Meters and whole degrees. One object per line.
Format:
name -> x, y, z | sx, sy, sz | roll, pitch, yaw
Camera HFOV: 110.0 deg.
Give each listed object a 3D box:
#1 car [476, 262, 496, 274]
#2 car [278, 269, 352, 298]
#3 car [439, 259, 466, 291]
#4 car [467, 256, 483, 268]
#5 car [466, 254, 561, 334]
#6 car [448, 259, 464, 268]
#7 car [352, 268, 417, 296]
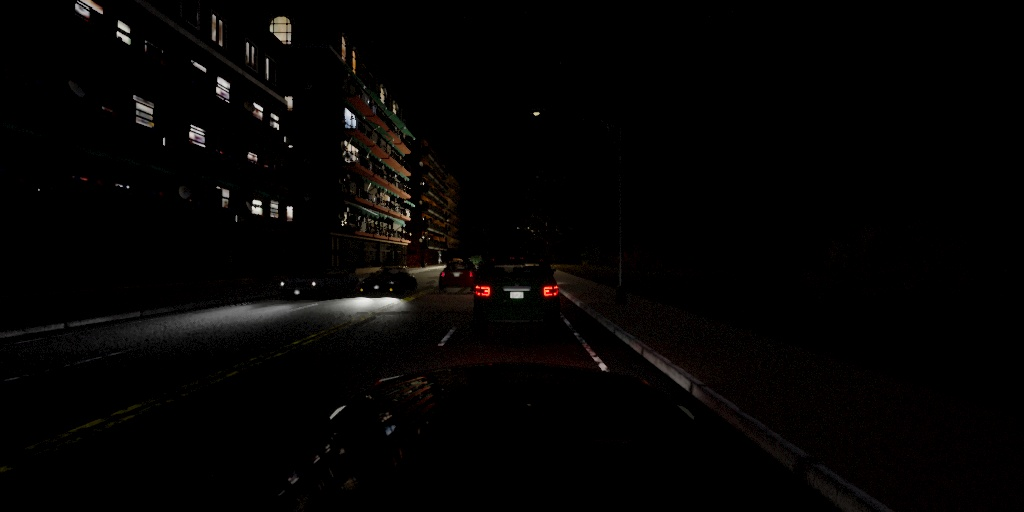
car -> -2.992, 1.352, 42.095 | 1.895, 1.301, 4.718 | 0, 0, 0
car -> -9.784, 1.353, 18.558 | 1.895, 1.301, 4.718 | 0, 0, 0
car -> -3.071, 1.103, 22.139 | 2.097, 1.767, 4.553 | 0, 0, 0
car -> -6.331, 0.973, 62.621 | 2.150, 2.045, 5.566 | 0, 0, 1
car -> 0.129, 0.973, 10.762 | 2.150, 2.045, 5.566 | 0, 0, 0
car -> -9.587, 1.227, 61.853 | 1.882, 1.535, 5.008 | 0, 0, 1
car -> -6.533, 1.316, 19.248 | 1.994, 1.385, 4.181 | 0, 0, 0
